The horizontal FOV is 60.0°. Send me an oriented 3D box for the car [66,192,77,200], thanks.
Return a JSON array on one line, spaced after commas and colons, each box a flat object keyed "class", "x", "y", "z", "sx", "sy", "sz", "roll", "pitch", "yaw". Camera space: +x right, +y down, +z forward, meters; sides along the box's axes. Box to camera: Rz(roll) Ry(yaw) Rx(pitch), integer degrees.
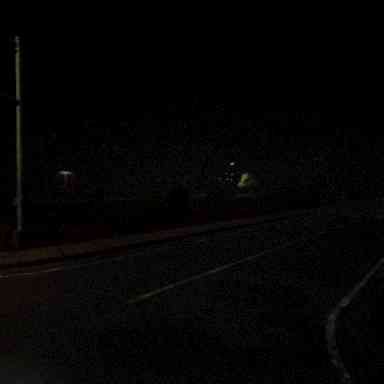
[{"class": "car", "x": -28.144, "y": 0.957, "z": 77.761, "sx": 1.905, "sy": 1.878, "sz": 3.866, "roll": 5, "pitch": 1, "yaw": -9}]
